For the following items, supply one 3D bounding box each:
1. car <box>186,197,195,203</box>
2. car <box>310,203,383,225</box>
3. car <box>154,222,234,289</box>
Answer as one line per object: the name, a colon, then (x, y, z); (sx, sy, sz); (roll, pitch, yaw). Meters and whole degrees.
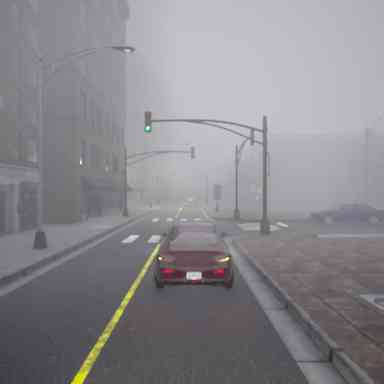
car: (-0.366, 1.833, 75.966); (1.812, 1.442, 4.674); (0, 0, 0)
car: (11.009, 1.518, 23.734); (5.008, 1.535, 1.882); (0, 0, 0)
car: (0.051, 1.558, 9.160); (1.812, 1.442, 4.674); (0, 0, 0)
